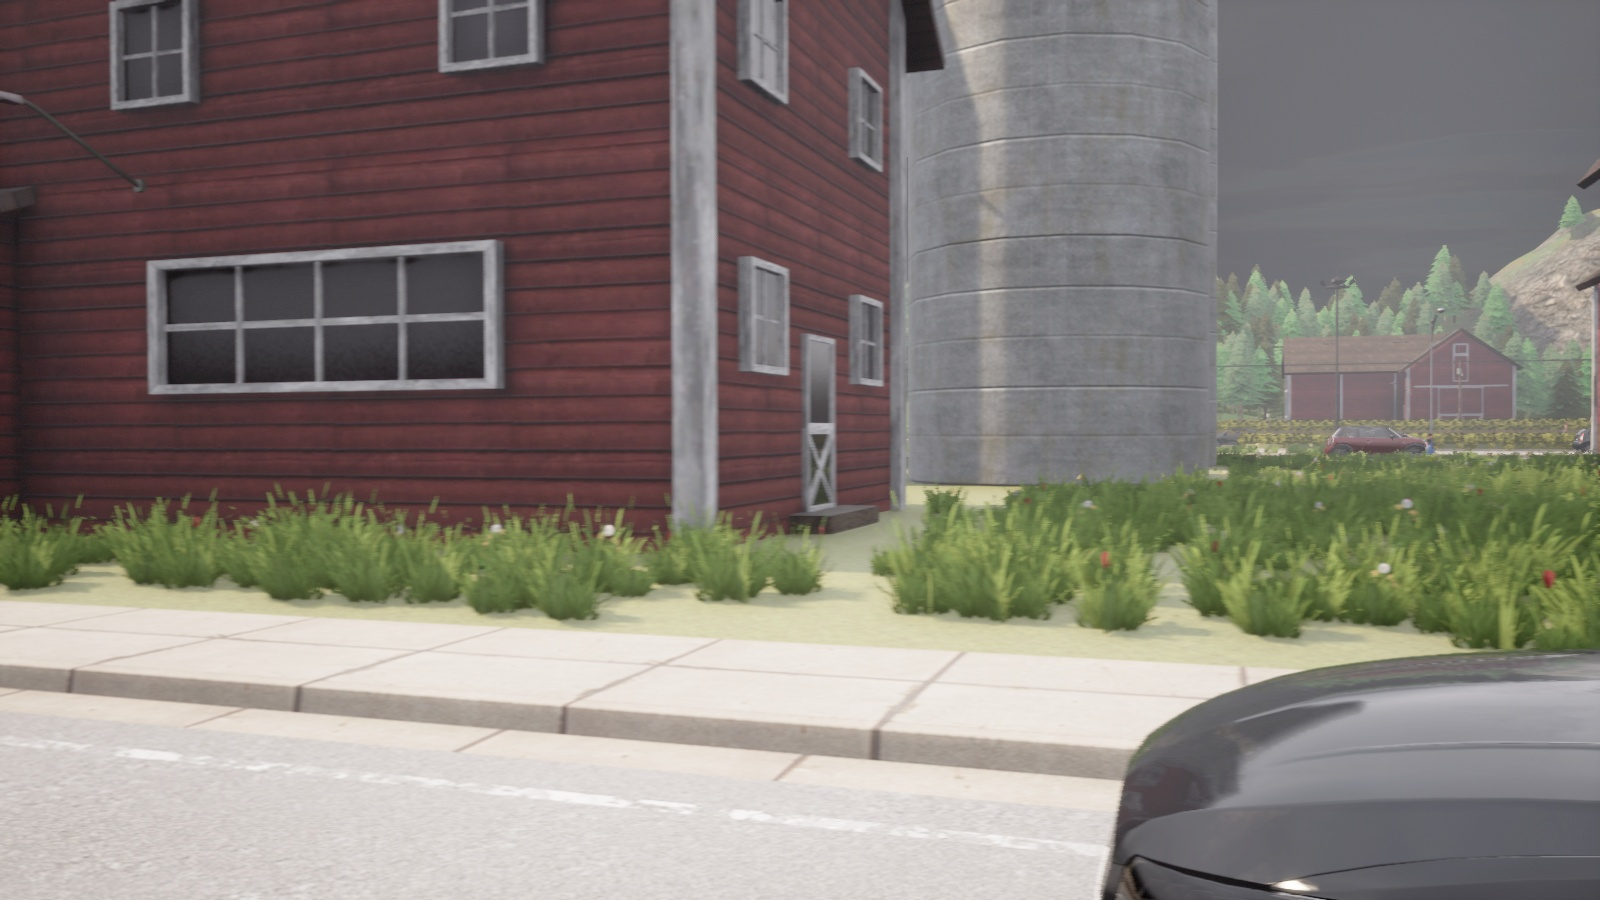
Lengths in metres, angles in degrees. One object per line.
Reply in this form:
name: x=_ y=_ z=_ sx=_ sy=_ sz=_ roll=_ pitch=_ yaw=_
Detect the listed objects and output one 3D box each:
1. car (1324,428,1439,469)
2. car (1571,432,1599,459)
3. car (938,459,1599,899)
car: x=26.325 y=-0.102 z=57.013 sx=4.553 sy=1.767 sz=2.097 roll=1 pitch=1 yaw=19
car: x=49.485 y=-0.288 z=76.525 sx=3.988 sy=1.617 sz=1.851 roll=1 pitch=1 yaw=19
car: x=2.846 y=0.806 z=2.236 sx=4.892 sy=1.490 sz=1.837 roll=1 pitch=1 yaw=19
